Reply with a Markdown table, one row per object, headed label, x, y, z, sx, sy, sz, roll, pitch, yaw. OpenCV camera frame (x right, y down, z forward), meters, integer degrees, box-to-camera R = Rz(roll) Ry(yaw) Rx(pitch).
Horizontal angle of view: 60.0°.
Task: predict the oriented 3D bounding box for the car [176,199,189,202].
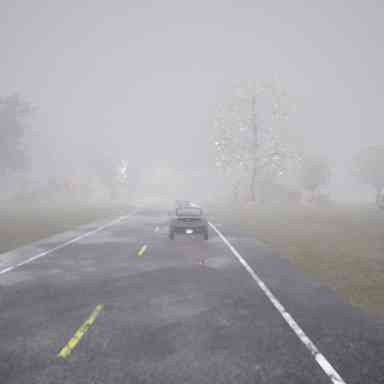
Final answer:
| label | x | y | z | sx | sy | sz | roll | pitch | yaw |
| --- | --- | --- | --- | --- | --- | --- | --- | --- | --- |
| car | -1.043 | 1.512 | 36.770 | 2.033 | 1.411 | 5.357 | 0 | 0 | -3 |

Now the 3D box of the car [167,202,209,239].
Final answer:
| label | x | y | z | sx | sy | sz | roll | pitch | yaw |
| --- | --- | --- | --- | --- | --- | --- | --- | --- | --- |
| car | -0.186 | 1.493 | 17.163 | 1.837 | 1.490 | 4.892 | 0 | 0 | -2 |
